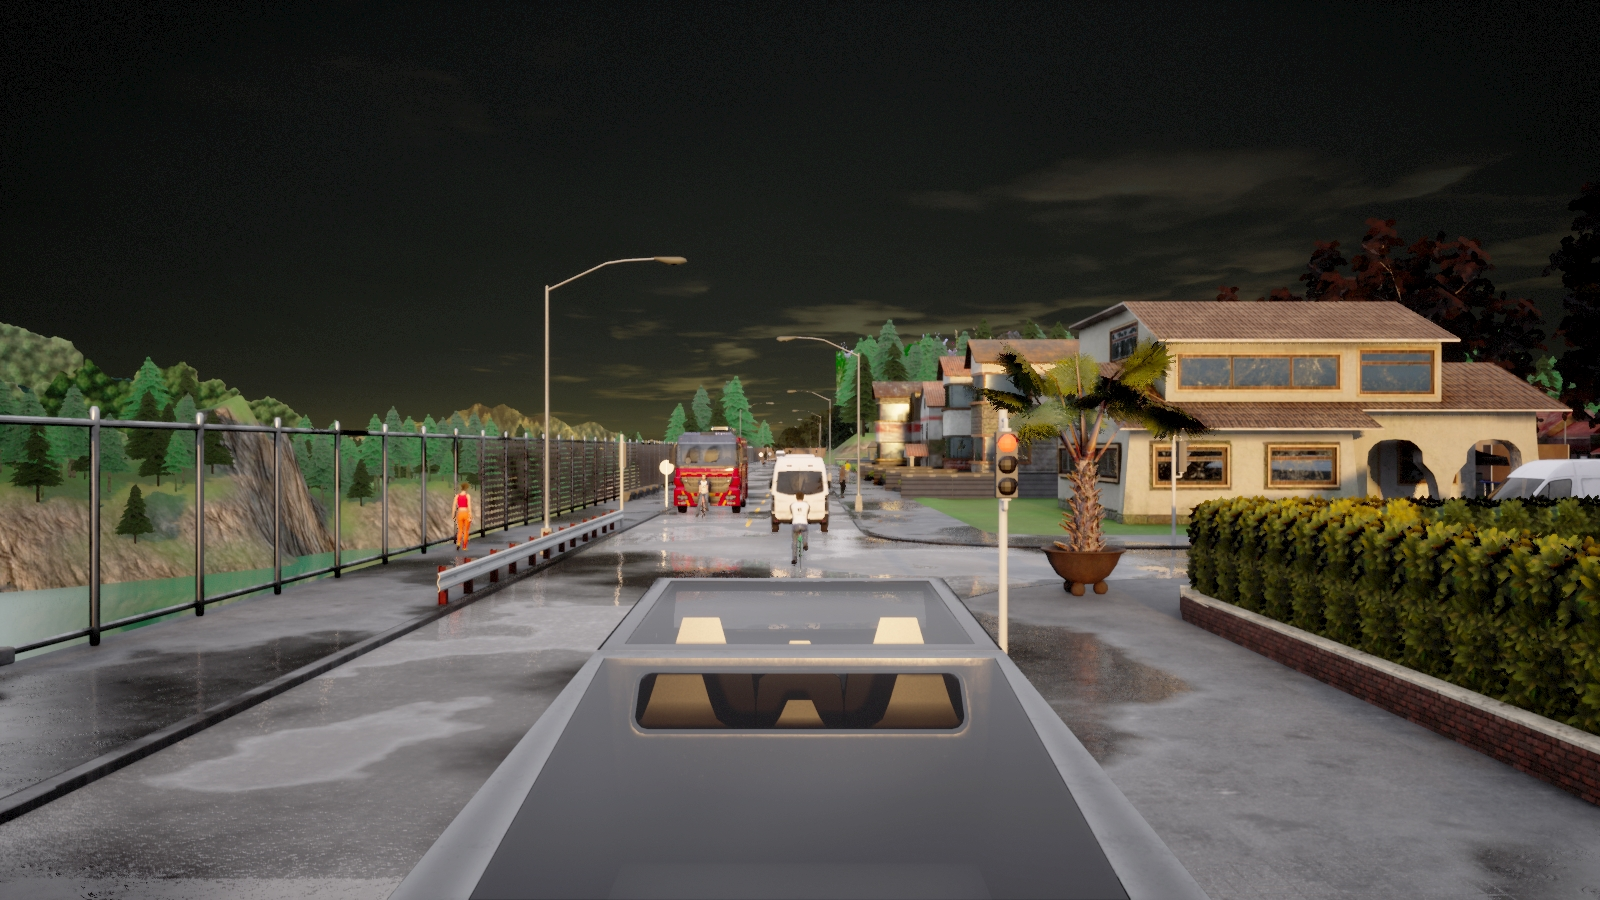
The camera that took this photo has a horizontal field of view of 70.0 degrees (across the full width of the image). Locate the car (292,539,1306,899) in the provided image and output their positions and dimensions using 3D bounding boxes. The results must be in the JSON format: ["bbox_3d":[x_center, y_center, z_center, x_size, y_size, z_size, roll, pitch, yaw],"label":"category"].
[{"bbox_3d":[-0.001,1.751,5.830,2.390,2.098,6.274,0,0,0],"label":"car"}]

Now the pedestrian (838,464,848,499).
[{"bbox_3d":[2.311,1.696,61.723,0.375,1.860,0.375,0,0,-45],"label":"pedestrian"}]

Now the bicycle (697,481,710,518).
[{"bbox_3d":[-3.996,2.038,47.352,0.373,1.496,1.643,0,0,0],"label":"bicycle"}]

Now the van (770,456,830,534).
[{"bbox_3d":[0.002,1.520,41.000,1.988,2.561,5.915,0,0,0],"label":"van"}]

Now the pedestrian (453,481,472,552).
[{"bbox_3d":[-8.830,1.733,29.877,0.375,1.860,0.375,0,0,2],"label":"pedestrian"}]

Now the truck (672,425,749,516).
[{"bbox_3d":[-3.997,0.871,52.639,2.891,3.827,8.468,0,0,0],"label":"truck"}]

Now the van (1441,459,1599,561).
[{"bbox_3d":[20.333,1.523,29.984,5.915,2.561,1.988,0,0,0],"label":"van"}]
